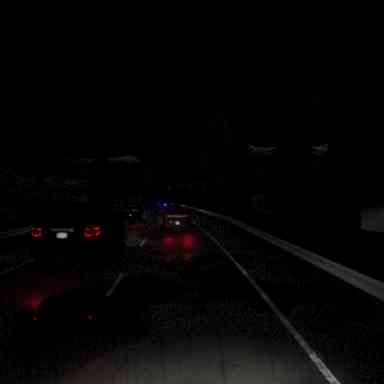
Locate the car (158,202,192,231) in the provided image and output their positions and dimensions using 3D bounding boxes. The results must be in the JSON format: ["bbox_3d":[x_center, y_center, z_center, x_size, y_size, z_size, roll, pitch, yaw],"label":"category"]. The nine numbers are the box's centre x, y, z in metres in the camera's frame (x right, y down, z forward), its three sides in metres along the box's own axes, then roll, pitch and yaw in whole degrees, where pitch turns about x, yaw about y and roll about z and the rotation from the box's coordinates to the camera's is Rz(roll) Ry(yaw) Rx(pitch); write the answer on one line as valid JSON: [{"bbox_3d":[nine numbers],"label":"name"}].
[{"bbox_3d":[-1.099,1.710,22.645,2.128,1.511,4.902,0,-1,-5],"label":"car"}]

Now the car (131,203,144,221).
[{"bbox_3d":[-5.485,1.790,30.435,2.128,1.511,4.902,0,-1,-7],"label":"car"}]

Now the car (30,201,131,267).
[{"bbox_3d":[-3.796,1.342,12.042,2.150,2.045,5.566,0,-1,-3],"label":"car"}]

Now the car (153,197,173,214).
[{"bbox_3d":[-3.492,1.613,40.725,2.150,2.045,5.566,0,-1,-9],"label":"car"}]
